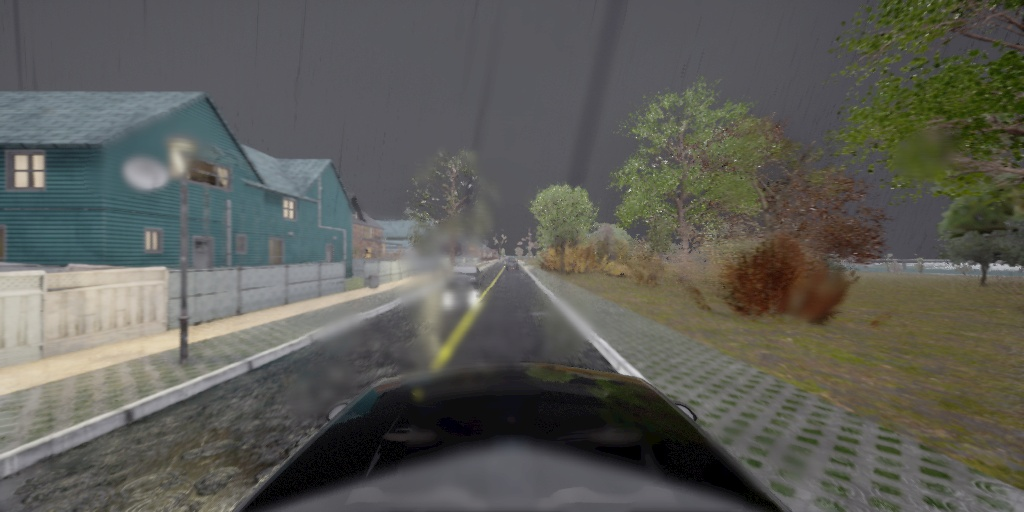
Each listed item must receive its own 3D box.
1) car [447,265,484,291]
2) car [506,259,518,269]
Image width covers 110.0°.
[{"bbox_3d":[-2.762,1.277,22.107,1.812,1.442,4.674,0,0,0],"label":"car"},{"bbox_3d":[-0.004,1.248,55.365,2.128,1.511,4.902,0,0,0],"label":"car"}]
